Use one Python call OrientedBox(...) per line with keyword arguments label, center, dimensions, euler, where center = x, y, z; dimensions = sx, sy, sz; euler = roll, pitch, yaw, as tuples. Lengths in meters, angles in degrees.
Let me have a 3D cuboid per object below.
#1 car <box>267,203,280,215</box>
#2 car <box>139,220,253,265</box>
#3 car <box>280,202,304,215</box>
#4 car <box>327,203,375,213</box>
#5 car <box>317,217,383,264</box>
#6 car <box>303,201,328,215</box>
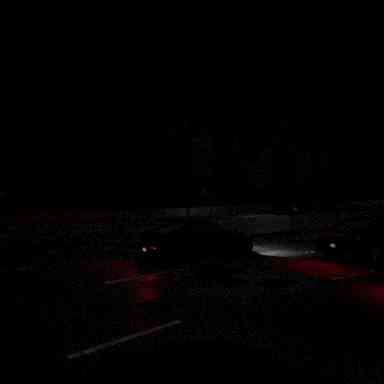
OrientedBox(label="car", center=(12.312, 2.204, 44.786), dimensions=(4.902, 1.511, 2.128), euler=(0, -1, -30))
OrientedBox(label="car", center=(0.256, 1.805, 12.775), dimensions=(4.674, 1.442, 1.812), euler=(1, -2, -35))
OrientedBox(label="car", center=(13.742, 1.996, 41.573), dimensions=(4.553, 1.767, 2.097), euler=(0, -1, -30))
OrientedBox(label="car", center=(17.357, 2.050, 35.578), dimensions=(5.357, 1.411, 2.033), euler=(0, -1, -30))
OrientedBox(label="car", center=(7.072, 1.733, 13.045), dimensions=(5.008, 1.535, 1.882), euler=(0, -1, -32))
OrientedBox(label="car", center=(15.677, 2.077, 38.649), dimensions=(4.892, 1.490, 1.837), euler=(-1, -1, -30))
